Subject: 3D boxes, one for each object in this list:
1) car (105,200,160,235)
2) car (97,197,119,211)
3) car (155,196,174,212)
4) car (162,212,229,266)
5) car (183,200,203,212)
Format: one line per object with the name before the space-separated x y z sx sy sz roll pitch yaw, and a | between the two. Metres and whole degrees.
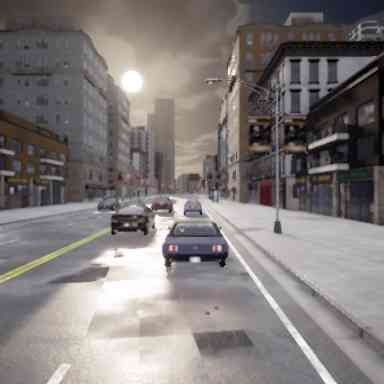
car | -3.155 1.436 18.556 1.882 1.535 5.008 0 0 0
car | -9.760 1.430 39.358 1.837 1.490 4.892 0 0 0
car | -3.158 1.270 36.651 2.097 1.767 4.553 0 0 0
car | 0.095 1.575 11.388 1.895 1.301 4.718 0 0 0
car | 0.095 1.473 33.311 2.033 1.411 5.357 0 0 0
